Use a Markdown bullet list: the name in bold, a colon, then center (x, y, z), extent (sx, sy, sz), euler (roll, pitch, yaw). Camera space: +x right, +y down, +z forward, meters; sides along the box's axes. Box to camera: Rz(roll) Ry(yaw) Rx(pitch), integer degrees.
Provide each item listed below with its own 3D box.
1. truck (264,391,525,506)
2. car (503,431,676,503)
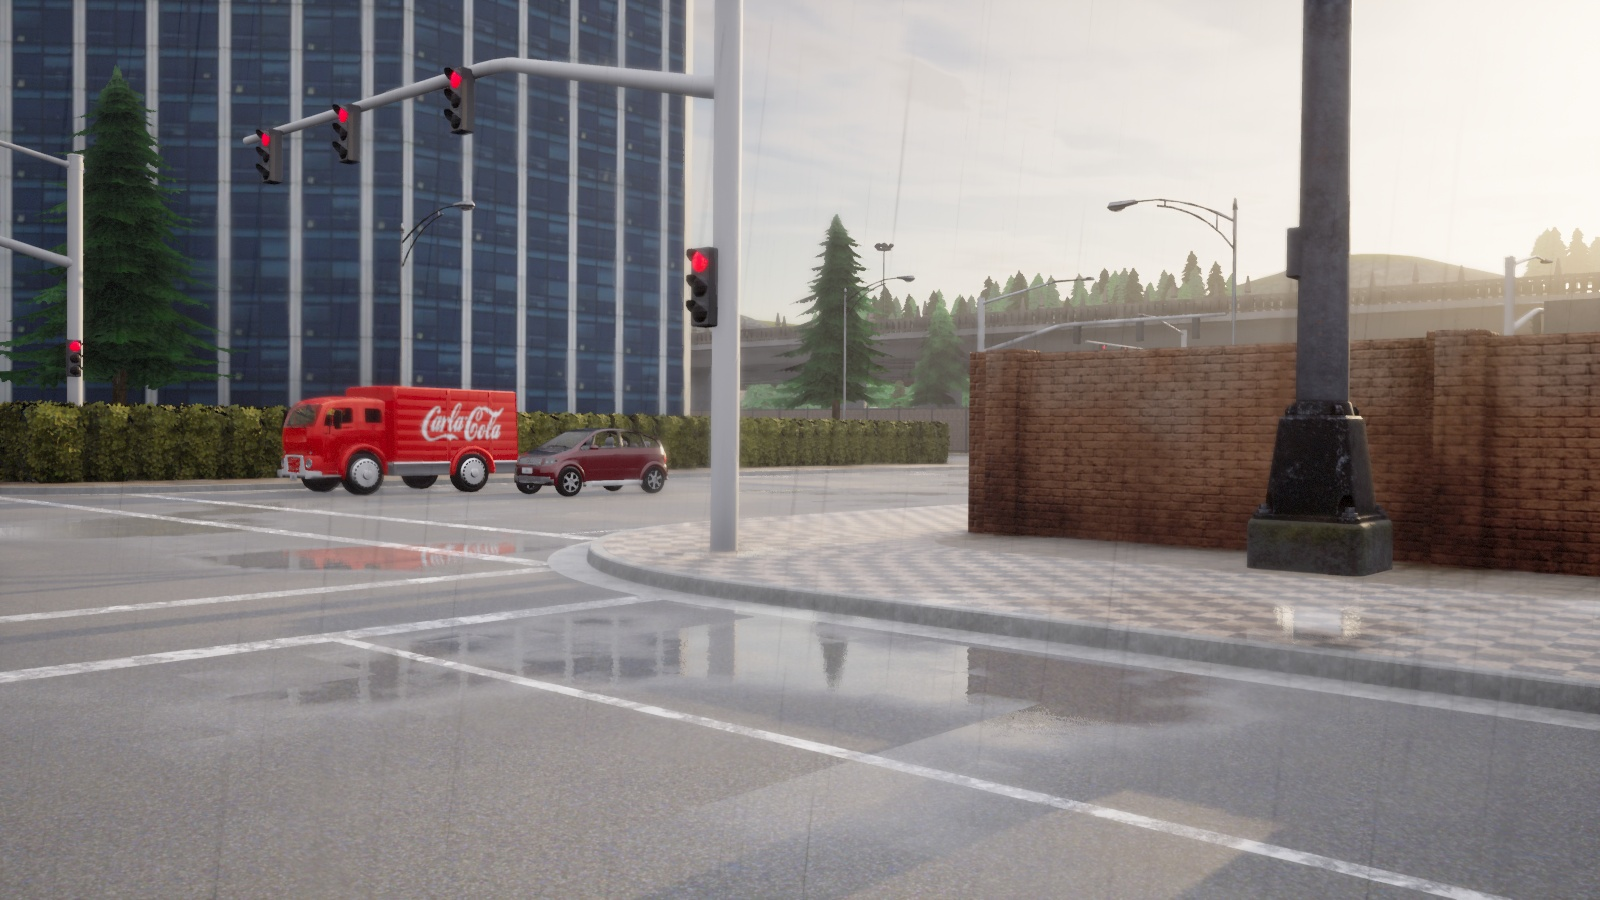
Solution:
- **truck**: center (-9.437, -0.074, 29.588), extent (2.627, 2.467, 5.204), euler (0, 1, 41)
- **car**: center (-4.882, 0.352, 29.483), extent (1.789, 1.549, 3.705), euler (0, 1, 41)
